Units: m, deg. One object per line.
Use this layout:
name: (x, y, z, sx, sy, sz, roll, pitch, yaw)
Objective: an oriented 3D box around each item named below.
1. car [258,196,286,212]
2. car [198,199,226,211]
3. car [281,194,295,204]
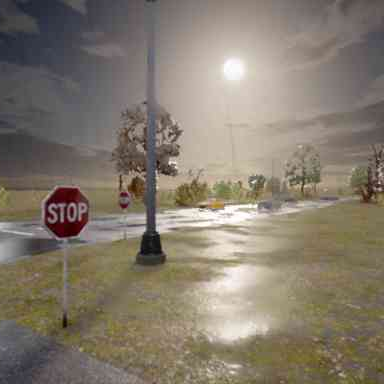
car: (9.902, 1.644, 42.060, 1.837, 1.490, 4.892, 0, 0, 34)
car: (2.627, 1.610, 43.786, 1.882, 1.535, 5.008, 0, 0, 34)
car: (19.721, 1.410, 69.434, 2.150, 2.045, 5.566, 0, 0, 34)
